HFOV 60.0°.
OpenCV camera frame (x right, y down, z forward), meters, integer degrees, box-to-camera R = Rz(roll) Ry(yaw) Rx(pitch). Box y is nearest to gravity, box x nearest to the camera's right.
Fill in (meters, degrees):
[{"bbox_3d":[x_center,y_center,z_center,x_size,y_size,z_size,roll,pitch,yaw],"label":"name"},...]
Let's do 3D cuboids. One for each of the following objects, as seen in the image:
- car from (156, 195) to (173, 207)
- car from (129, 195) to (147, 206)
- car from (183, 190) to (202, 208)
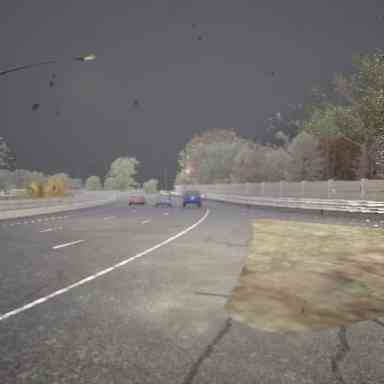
[{"bbox_3d":[-3.423,1.061,41.764,2.033,1.411,5.357,1,1,-1],"label":"car"},{"bbox_3d":[-7.062,1.020,43.624,1.994,1.385,4.181,1,1,-3],"label":"car"},{"bbox_3d":[0.060,0.783,40.703,2.150,2.045,5.566,1,1,0],"label":"car"}]
